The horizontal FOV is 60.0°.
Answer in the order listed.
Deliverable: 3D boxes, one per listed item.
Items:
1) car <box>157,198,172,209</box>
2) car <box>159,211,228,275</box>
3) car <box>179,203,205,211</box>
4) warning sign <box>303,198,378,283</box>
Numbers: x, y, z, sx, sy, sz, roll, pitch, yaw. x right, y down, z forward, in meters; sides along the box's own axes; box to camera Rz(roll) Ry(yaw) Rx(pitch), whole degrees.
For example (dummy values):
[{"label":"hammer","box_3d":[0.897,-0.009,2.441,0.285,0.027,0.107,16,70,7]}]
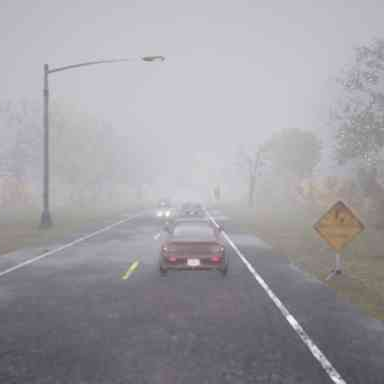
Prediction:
[{"label":"car","box_3d":[-3.806,1.518,46.110,2.128,1.511,4.902,0,0,0]},{"label":"car","box_3d":[0.053,1.530,10.336,1.812,1.442,4.674,0,0,0]},{"label":"car","box_3d":[-0.003,1.560,25.872,2.033,1.411,5.357,0,0,0]},{"label":"warning sign","box_3d":[3.563,1.119,8.124,1.300,1.860,1.060,1,1,0]}]
